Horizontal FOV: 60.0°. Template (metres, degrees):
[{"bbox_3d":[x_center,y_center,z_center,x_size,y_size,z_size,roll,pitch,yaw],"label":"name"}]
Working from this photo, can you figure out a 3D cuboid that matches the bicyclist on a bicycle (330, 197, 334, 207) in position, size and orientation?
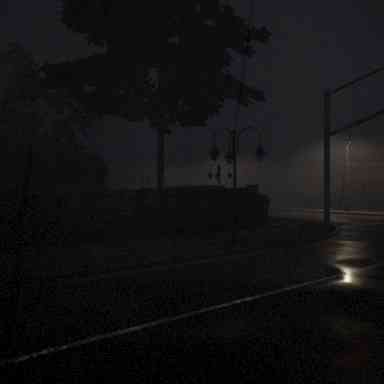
[{"bbox_3d":[20.837,1.430,50.104,1.656,1.620,0.582,-6,-7,-37],"label":"bicyclist on a bicycle"}]

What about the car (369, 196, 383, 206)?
[{"bbox_3d":[28.414,1.295,48.461,2.242,1.667,4.611,0,0,-35],"label":"car"}]
